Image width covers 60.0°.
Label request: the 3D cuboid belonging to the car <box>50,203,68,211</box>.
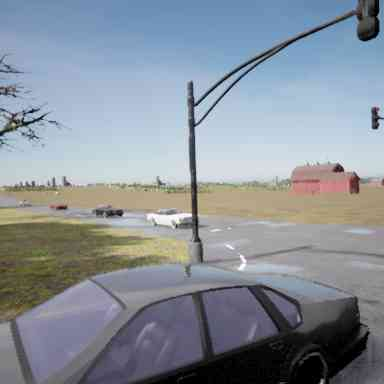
[{"bbox_3d":[-21.147,2.348,52.788,1.895,1.301,4.718,-3,0,-35],"label":"car"}]

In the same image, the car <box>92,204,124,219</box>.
[{"bbox_3d":[-8.893,1.998,35.073,1.895,1.301,4.718,-3,1,-35],"label":"car"}]

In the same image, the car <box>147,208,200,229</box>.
[{"bbox_3d":[-1.416,1.865,24.355,1.895,1.301,4.718,-3,1,-35],"label":"car"}]

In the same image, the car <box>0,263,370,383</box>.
[{"bbox_3d":[-0.399,1.552,3.398,5.357,1.411,2.033,0,0,-33],"label":"car"}]
